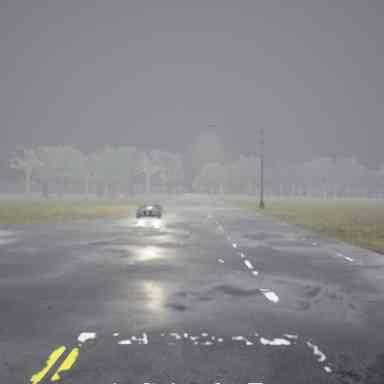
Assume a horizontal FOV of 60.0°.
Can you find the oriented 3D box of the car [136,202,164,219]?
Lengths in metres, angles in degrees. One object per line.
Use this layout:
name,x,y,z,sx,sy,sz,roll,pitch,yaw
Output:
car,-3.493,1.509,28.142,1.994,1.385,4.181,0,1,0
